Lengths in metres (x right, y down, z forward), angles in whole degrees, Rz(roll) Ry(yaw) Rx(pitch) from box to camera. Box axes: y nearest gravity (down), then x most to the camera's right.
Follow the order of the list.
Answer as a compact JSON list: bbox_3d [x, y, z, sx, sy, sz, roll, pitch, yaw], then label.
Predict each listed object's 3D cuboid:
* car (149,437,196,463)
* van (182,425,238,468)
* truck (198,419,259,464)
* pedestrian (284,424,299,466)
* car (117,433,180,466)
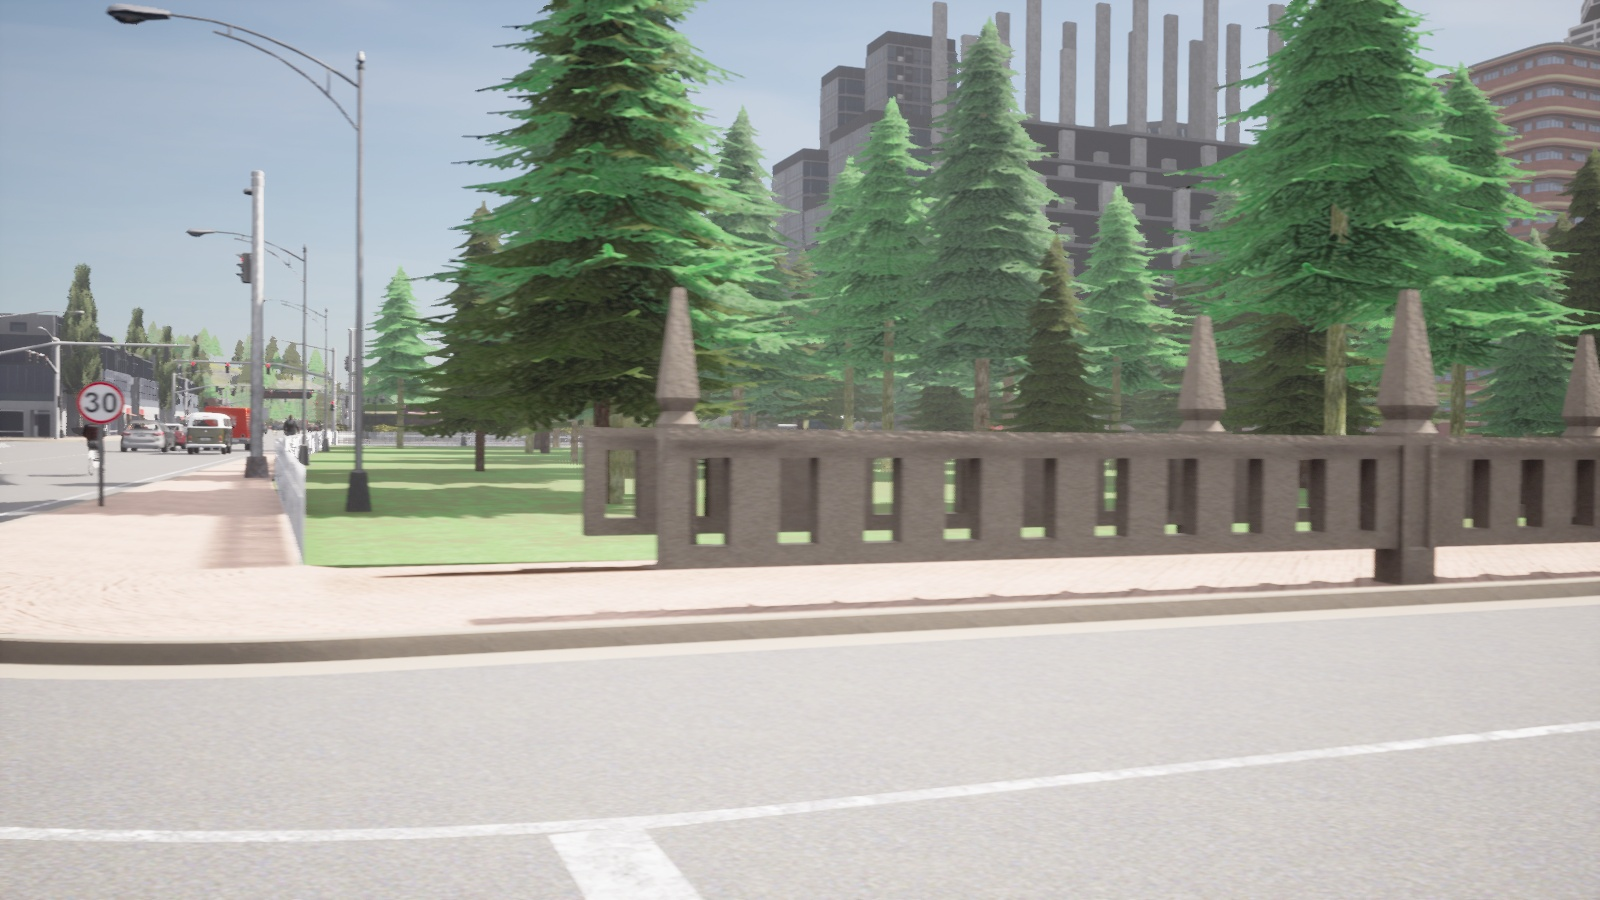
[{"bbox_3d":[-37.159,-0.046,74.415,1.970,1.475,3.806,-1,1,-19],"label":"car"},{"bbox_3d":[-29.440,-0.182,62.757,2.069,2.038,4.480,-1,1,-19],"label":"van"},{"bbox_3d":[-32.490,-0.503,71.586,2.627,2.467,5.204,-1,1,-19],"label":"truck"},{"bbox_3d":[-23.471,-0.232,57.945,0.563,1.883,0.849,-1,1,-19],"label":"pedestrian"},{"bbox_3d":[-34.409,-0.068,66.427,2.242,1.667,4.611,-1,1,-19],"label":"car"}]
